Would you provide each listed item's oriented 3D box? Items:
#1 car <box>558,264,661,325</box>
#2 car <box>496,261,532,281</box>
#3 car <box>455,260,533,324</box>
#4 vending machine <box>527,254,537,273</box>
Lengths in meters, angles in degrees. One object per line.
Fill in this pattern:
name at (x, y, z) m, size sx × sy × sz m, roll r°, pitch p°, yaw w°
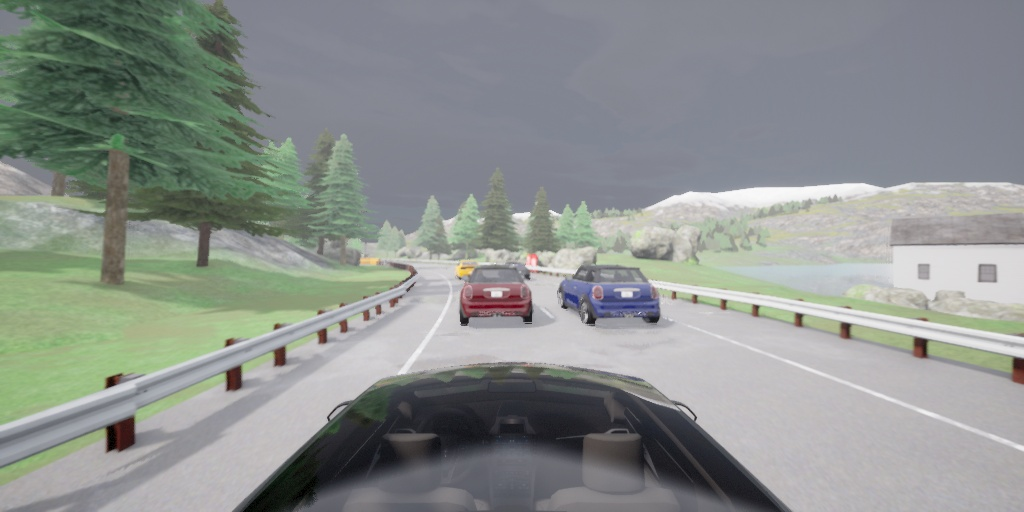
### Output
car at (2.921, 1.046, 11.759) m, size 2.097 × 1.767 × 4.553 m, roll 0°, pitch 0°, yaw -5°
car at (0.080, 1.184, 29.062) m, size 1.994 × 1.385 × 4.181 m, roll 0°, pitch 0°, yaw -13°
car at (-0.594, 1.055, 11.913) m, size 2.097 × 1.767 × 4.553 m, roll 0°, pitch 0°, yaw -5°
vending machine at (2.230, 0.760, 39.520) m, size 1.100 × 2.100 × 0.880 m, roll 0°, pitch 0°, yaw -18°
